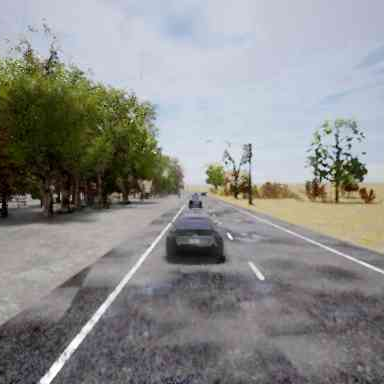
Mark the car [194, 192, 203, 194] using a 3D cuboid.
[{"bbox_3d":[0.883,1.219,79.734,2.097,1.767,4.553,0,0,1],"label":"car"}]

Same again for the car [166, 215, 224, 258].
[{"bbox_3d":[0.107,1.554,12.653,1.994,1.385,4.181,0,0,1],"label":"car"}]

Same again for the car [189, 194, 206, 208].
[{"bbox_3d":[0.501,1.428,46.754,2.128,1.511,4.902,0,0,1],"label":"car"}]
